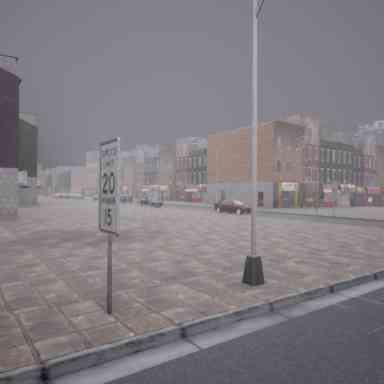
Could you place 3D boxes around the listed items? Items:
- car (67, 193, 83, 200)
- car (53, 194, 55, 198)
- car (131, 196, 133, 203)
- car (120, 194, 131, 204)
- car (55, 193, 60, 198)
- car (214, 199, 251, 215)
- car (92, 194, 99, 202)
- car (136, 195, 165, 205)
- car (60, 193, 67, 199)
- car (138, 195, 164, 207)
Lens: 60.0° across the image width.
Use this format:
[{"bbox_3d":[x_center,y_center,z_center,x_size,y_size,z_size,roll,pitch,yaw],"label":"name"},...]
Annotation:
[{"bbox_3d":[-24.647,0.965,71.279,2.008,1.369,4.403,1,0,-35],"label":"car"},{"bbox_3d":[-34.080,0.843,84.586,1.752,1.417,4.829,1,0,-35],"label":"car"},{"bbox_3d":[-11.904,1.073,57.854,1.837,1.490,4.892,1,0,-35],"label":"car"},{"bbox_3d":[-12.089,1.047,52.903,1.882,1.535,5.008,1,0,-35],"label":"car"},{"bbox_3d":[-31.002,0.892,80.243,1.887,1.381,4.507,1,0,-35],"label":"car"},{"bbox_3d":[3.947,1.367,30.943,1.887,1.381,4.507,1,0,-35],"label":"car"},{"bbox_3d":[-16.142,1.019,58.611,1.837,1.490,4.892,1,0,-35],"label":"car"},{"bbox_3d":[-6.244,1.195,49.951,2.033,1.411,5.357,1,0,-35],"label":"car"},{"bbox_3d":[-27.824,0.924,75.761,1.887,1.381,4.507,1,0,-35],"label":"car"},{"bbox_3d":[-5.584,1.230,44.388,1.947,1.339,4.313,1,0,-35],"label":"car"}]
